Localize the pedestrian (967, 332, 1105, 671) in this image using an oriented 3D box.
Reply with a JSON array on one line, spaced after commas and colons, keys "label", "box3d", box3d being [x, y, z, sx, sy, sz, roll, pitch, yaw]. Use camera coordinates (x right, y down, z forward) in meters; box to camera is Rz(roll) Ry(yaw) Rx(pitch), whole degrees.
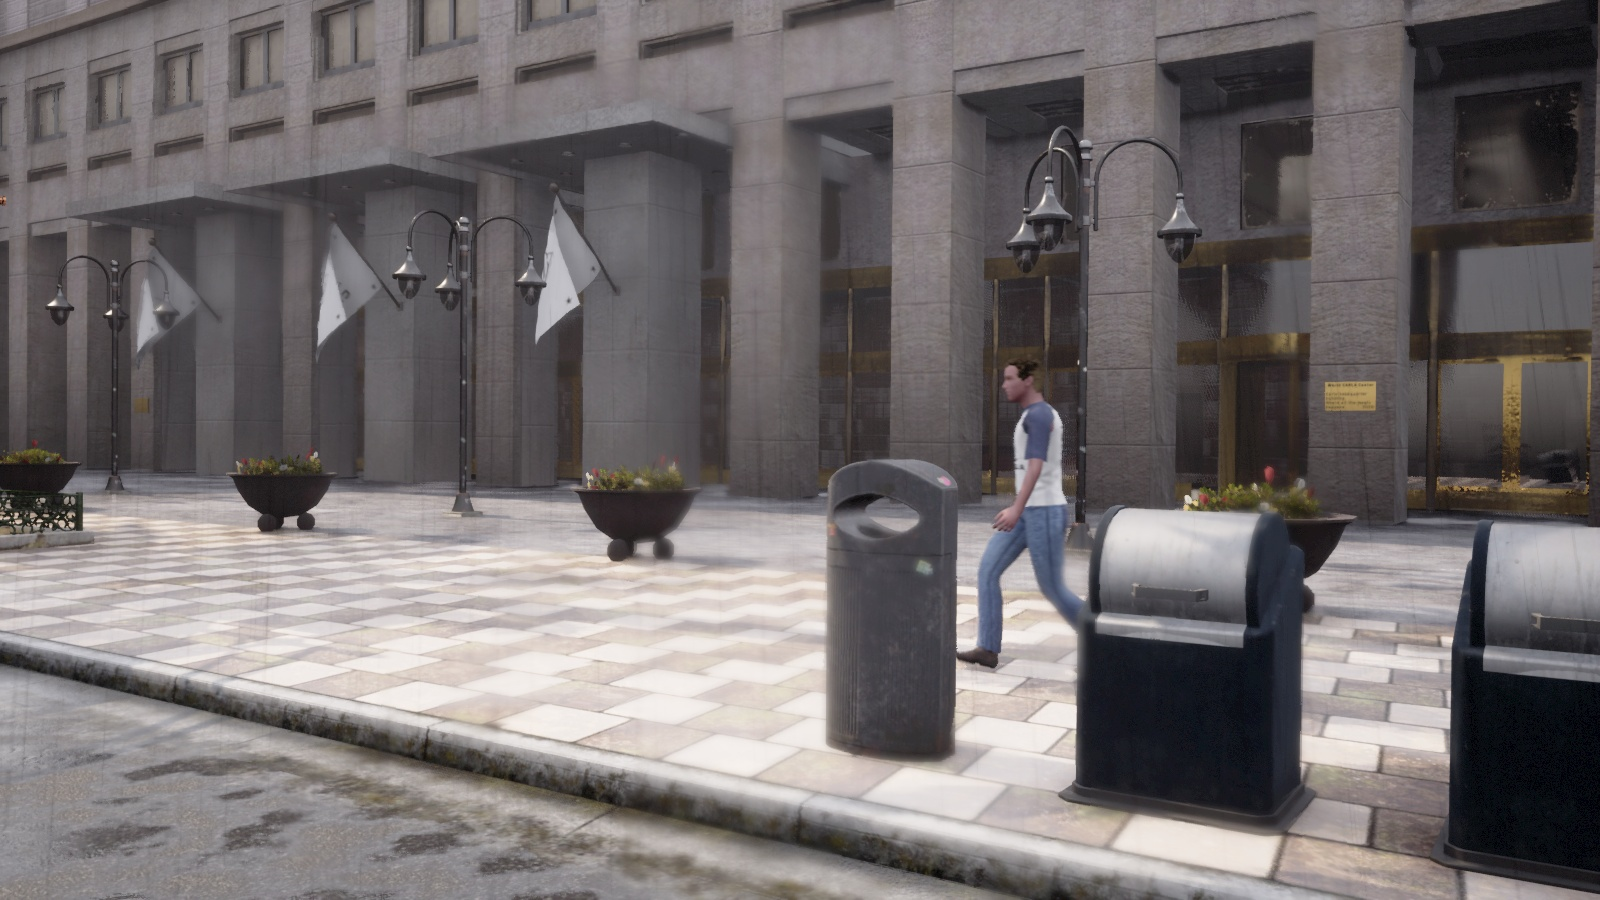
[{"label": "pedestrian", "box3d": [1.304, 0.281, 7.002, 0.706, 1.836, 0.354, 0, 1, 4]}]
